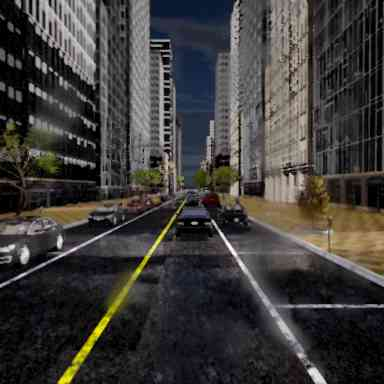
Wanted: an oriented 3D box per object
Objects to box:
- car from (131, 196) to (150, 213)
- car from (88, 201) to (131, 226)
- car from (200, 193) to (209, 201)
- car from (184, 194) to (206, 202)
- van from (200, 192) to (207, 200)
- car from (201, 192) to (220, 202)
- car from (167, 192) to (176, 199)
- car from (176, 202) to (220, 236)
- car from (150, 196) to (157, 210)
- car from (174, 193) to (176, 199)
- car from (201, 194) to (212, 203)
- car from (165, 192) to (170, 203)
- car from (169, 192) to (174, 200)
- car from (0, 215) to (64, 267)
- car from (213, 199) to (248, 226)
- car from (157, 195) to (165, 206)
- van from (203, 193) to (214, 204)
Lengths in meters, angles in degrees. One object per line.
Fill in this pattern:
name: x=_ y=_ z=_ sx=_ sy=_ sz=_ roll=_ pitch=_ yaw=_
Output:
car: x=-5.679 y=1.422 z=33.779 sx=1.802 sy=1.307 sz=4.206 roll=-1 pitch=0 yaw=0
car: x=-5.685 y=1.445 z=22.412 sx=2.008 sy=1.369 sz=4.403 roll=-1 pitch=0 yaw=0
car: x=2.722 y=1.087 z=73.560 sx=1.967 sy=1.590 sz=4.097 roll=-1 pitch=0 yaw=0
car: x=0.123 y=1.317 z=36.758 sx=2.128 sy=1.511 sz=4.902 roll=0 pitch=0 yaw=0
van: x=2.725 y=0.960 z=79.242 sx=1.690 sy=1.788 sz=3.998 roll=-1 pitch=0 yaw=0
car: x=2.705 y=1.100 z=45.141 sx=2.192 sy=1.841 sz=5.009 roll=-1 pitch=0 yaw=0
car: x=-5.649 y=0.878 z=90.614 sx=2.192 sy=1.841 sz=5.009 roll=-1 pitch=0 yaw=0
car: x=0.110 y=1.464 z=17.621 sx=2.033 sy=1.411 sz=5.357 roll=0 pitch=0 yaw=0
car: x=-5.677 y=1.253 z=39.462 sx=1.967 sy=1.590 sz=4.097 roll=-1 pitch=0 yaw=0
car: x=-5.651 y=1.031 z=84.931 sx=1.967 sy=1.590 sz=4.097 roll=-1 pitch=0 yaw=0
car: x=2.717 y=1.143 z=62.192 sx=1.967 sy=1.590 sz=4.097 roll=-1 pitch=0 yaw=0
car: x=-5.663 y=1.269 z=62.198 sx=1.947 sy=1.339 sz=4.313 roll=-1 pitch=0 yaw=0
car: x=-5.657 y=1.198 z=73.565 sx=2.008 sy=1.369 sz=4.403 roll=-1 pitch=0 yaw=0
car: x=-5.692 y=1.498 z=11.045 sx=2.008 sy=1.369 sz=4.403 roll=-1 pitch=0 yaw=0
car: x=2.695 y=1.444 z=22.407 sx=2.008 sy=1.369 sz=4.403 roll=-1 pitch=0 yaw=0
car: x=-5.670 y=1.284 z=50.660 sx=1.752 sy=1.417 sz=4.829 roll=-1 pitch=0 yaw=0
van: x=2.712 y=1.072 z=56.508 sx=1.690 sy=1.788 sz=3.998 roll=-1 pitch=0 yaw=0
